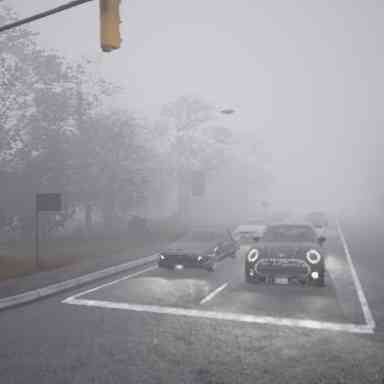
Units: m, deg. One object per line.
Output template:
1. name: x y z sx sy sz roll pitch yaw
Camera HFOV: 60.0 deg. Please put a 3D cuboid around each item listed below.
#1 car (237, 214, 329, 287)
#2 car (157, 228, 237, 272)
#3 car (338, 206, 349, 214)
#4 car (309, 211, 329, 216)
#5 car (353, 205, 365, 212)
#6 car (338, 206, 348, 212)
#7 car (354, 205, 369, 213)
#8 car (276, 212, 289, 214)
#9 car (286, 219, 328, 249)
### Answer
1. car: 3.152 1.764 10.643 2.097 1.767 4.553 -3 -3 23
2. car: 0.589 2.186 13.547 2.033 1.411 5.357 -3 -3 23
3. car: 31.308 3.755 68.515 1.895 1.301 4.718 -3 -3 23
4. car: 11.791 2.559 31.223 1.882 1.535 5.008 -3 -3 23
5. car: 38.382 3.771 76.368 2.033 1.411 5.357 -3 -3 23
6. car: 35.172 4.013 77.743 1.895 1.301 4.718 -3 -3 23
7. car: 34.361 3.446 66.770 1.882 1.535 5.008 -3 -3 23
8. car: 9.317 2.841 34.328 1.812 1.442 4.674 -3 -3 22
9. car: 6.630 2.282 18.913 1.895 1.301 4.718 -3 -3 23
